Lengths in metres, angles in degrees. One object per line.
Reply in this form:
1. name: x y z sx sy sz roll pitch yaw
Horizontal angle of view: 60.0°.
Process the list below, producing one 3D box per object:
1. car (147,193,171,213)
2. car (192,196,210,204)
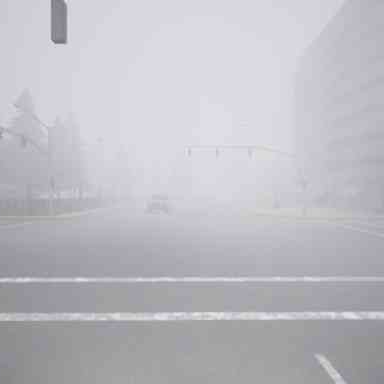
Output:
1. car: -3.522 1.189 36.024 2.150 2.045 5.566 0 0 0
2. car: 1.673 1.431 59.748 1.812 1.442 4.674 0 0 29
